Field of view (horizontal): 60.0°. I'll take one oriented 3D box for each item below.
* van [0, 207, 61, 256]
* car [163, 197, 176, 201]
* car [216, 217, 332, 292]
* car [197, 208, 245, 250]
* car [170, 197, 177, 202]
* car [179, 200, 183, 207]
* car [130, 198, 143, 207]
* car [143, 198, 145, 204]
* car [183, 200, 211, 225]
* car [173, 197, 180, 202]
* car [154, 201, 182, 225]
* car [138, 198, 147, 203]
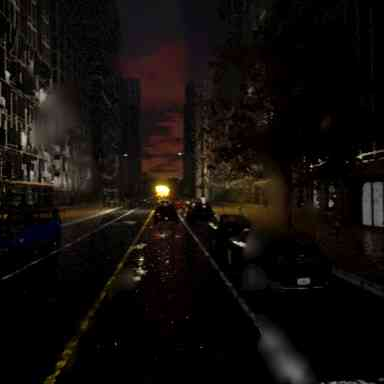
[{"bbox_3d":[-6.779,1.545,13.818,1.690,1.788,3.998,-1,0,-5],"label":"van"},{"bbox_3d":[-3.319,1.804,41.385,1.837,1.490,4.892,-1,0,-5],"label":"car"},{"bbox_3d":[2.056,1.575,8.852,2.008,1.369,4.403,-1,0,-5],"label":"car"},{"bbox_3d":[1.574,1.617,14.524,2.008,1.369,4.403,-1,0,-5],"label":"car"},{"bbox_3d":[-5.175,2.132,93.929,1.947,1.339,4.313,-1,0,-5],"label":"car"},{"bbox_3d":[0.126,1.626,31.540,1.967,1.590,4.097,-1,0,-5],"label":"car"},{"bbox_3d":[-11.114,2.088,64.867,1.887,1.381,4.507,-1,0,-5],"label":"car"},{"bbox_3d":[-11.596,2.158,70.539,1.802,1.307,4.206,-1,0,-5],"label":"car"},{"bbox_3d":[0.608,1.587,25.868,1.967,1.590,4.097,-1,0,-5],"label":"car"},{"bbox_3d":[-1.800,1.882,54.227,1.887,1.381,4.507,-1,0,-5],"label":"car"},{"bbox_3d":[-2.029,1.718,26.168,1.812,1.442,4.674,-1,0,-5],"label":"car"},{"bbox_3d":[-13.043,2.238,87.555,1.947,1.339,4.313,-1,0,-5],"label":"car"}]
